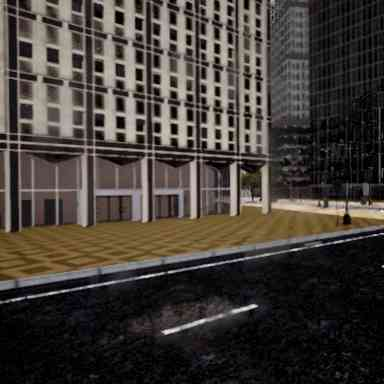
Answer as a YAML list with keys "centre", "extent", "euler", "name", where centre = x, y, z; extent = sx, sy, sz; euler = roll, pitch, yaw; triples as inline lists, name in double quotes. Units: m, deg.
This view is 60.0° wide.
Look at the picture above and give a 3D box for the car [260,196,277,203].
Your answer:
- centre: [15.017, 1.413, 65.485]
  extent: [2.033, 1.411, 5.357]
  euler: [-1, 0, -8]
  name: "car"
